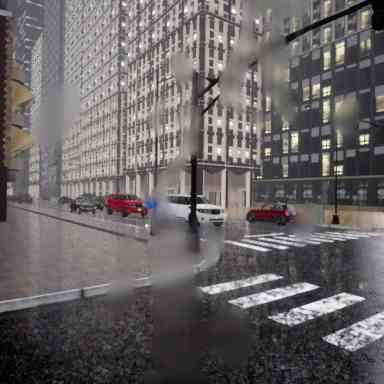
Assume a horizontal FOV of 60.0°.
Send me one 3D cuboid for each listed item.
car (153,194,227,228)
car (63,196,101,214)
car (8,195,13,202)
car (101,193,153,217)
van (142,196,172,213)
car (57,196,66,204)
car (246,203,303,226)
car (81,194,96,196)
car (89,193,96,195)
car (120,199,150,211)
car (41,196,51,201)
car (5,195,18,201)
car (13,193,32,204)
[{"bbox_3d":[-0.095,1.169,22.241,2.150,2.045,5.566,1,-1,-35],"label":"car"},{"bbox_3d":[-10.862,1.426,32.920,2.008,1.369,4.403,1,-1,-35],"label":"car"},{"bbox_3d":[-37.027,1.396,69.763,1.947,1.339,4.313,1,-1,-35],"label":"car"},{"bbox_3d":[-6.068,1.154,30.649,2.150,2.045,5.566,1,-1,-35],"label":"car"},{"bbox_3d":[-4.027,1.380,37.773,1.690,1.788,3.998,1,-1,-35],"label":"van"},{"bbox_3d":[-22.489,1.483,59.284,1.812,1.442,4.674,1,-1,-35],"label":"car"},{"bbox_3d":[5.784,1.503,23.956,1.967,1.590,4.097,1,-1,-35],"label":"car"},{"bbox_3d":[-17.081,1.444,51.676,1.882,1.535,5.008,1,-1,-35],"label":"car"},{"bbox_3d":[-14.411,1.378,53.124,2.097,1.767,4.553,1,-1,-35],"label":"car"},{"bbox_3d":[-7.301,1.582,42.376,2.008,1.369,4.403,1,-1,-35],"label":"car"},{"bbox_3d":[-36.737,1.568,83.824,1.802,1.307,4.206,1,-1,-35],"label":"car"},{"bbox_3d":[-40.296,1.377,74.368,2.008,1.369,4.403,1,-1,-35],"label":"car"},{"bbox_3d":[-30.481,1.154,60.554,2.192,1.841,5.009,1,-1,-35],"label":"car"}]
